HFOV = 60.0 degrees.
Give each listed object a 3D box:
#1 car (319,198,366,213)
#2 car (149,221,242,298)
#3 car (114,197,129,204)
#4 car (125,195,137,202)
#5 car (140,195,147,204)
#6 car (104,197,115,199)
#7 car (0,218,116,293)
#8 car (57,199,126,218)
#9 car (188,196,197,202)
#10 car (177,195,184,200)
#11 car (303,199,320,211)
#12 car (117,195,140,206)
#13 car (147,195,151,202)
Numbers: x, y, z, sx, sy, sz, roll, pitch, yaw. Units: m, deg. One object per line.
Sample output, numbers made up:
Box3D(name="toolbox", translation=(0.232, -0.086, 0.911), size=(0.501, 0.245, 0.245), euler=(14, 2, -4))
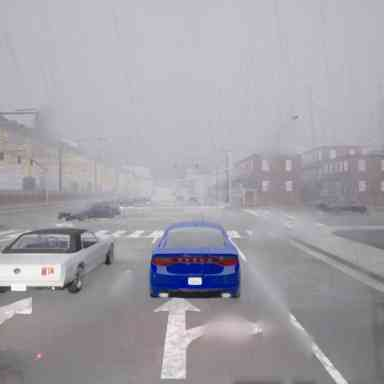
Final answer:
Box3D(name="car", translation=(16.524, 1.564, 36.010), size=(4.181, 1.385, 1.994), euler=(0, 0, 0))
Box3D(name="car", translation=(0.081, 1.478, 8.547), size=(1.882, 1.535, 5.008), euler=(0, 0, 1))
Box3D(name="car", translation=(-13.909, 1.600, 65.534), size=(1.895, 1.301, 4.718), euler=(0, 0, 1))
Box3D(name="car", translation=(-13.865, 1.523, 75.843), size=(1.812, 1.442, 4.674), euler=(0, 0, 0))
Box3D(name="car", translation=(-10.431, 1.504, 64.148), size=(1.837, 1.490, 4.892), euler=(0, 0, 1))
Box3D(name="car", translation=(-13.972, 1.563, 56.529), size=(1.994, 1.385, 4.181), euler=(0, 0, 0))
Box3D(name="car", translation=(-3.413, 1.601, 8.816), size=(1.895, 1.301, 4.718), euler=(0, 0, 0))
Box3D(name="car", translation=(-8.031, 1.547, 26.521), size=(2.033, 1.411, 5.357), euler=(0, 0, 29))
Box3D(name="car", translation=(0.141, 1.539, 79.562), size=(2.033, 1.411, 5.357), euler=(0, 0, 0))
Box3D(name="car", translation=(-3.335, 1.499, 93.308), size=(1.837, 1.490, 4.892), euler=(0, 0, 0))
Box3D(name="car", translation=(15.782, 1.491, 39.514), size=(4.902, 1.511, 2.128), euler=(0, 0, 0))
Box3D(name="car", translation=(-10.481, 1.351, 55.016), size=(2.097, 1.767, 4.553), euler=(0, 0, 0))
Box3D(name="car", translation=(-10.368, 1.477, 74.552), size=(1.882, 1.535, 5.008), euler=(0, 0, 0))
